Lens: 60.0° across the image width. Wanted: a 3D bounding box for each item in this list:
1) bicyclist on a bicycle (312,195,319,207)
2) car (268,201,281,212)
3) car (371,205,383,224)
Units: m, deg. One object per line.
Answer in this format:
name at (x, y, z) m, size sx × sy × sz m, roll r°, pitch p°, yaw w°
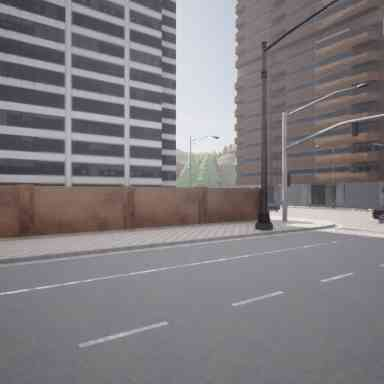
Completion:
bicyclist on a bicycle at (17.250, 1.301, 46.287) m, size 1.656 × 1.620 × 0.582 m, roll 0°, pitch 0°, yaw -36°
car at (7.968, 1.477, 38.679) m, size 1.882 × 1.535 × 5.008 m, roll 0°, pitch 0°, yaw -36°
car at (15.049, 1.506, 22.881) m, size 1.837 × 1.490 × 4.892 m, roll 0°, pitch 0°, yaw -36°
